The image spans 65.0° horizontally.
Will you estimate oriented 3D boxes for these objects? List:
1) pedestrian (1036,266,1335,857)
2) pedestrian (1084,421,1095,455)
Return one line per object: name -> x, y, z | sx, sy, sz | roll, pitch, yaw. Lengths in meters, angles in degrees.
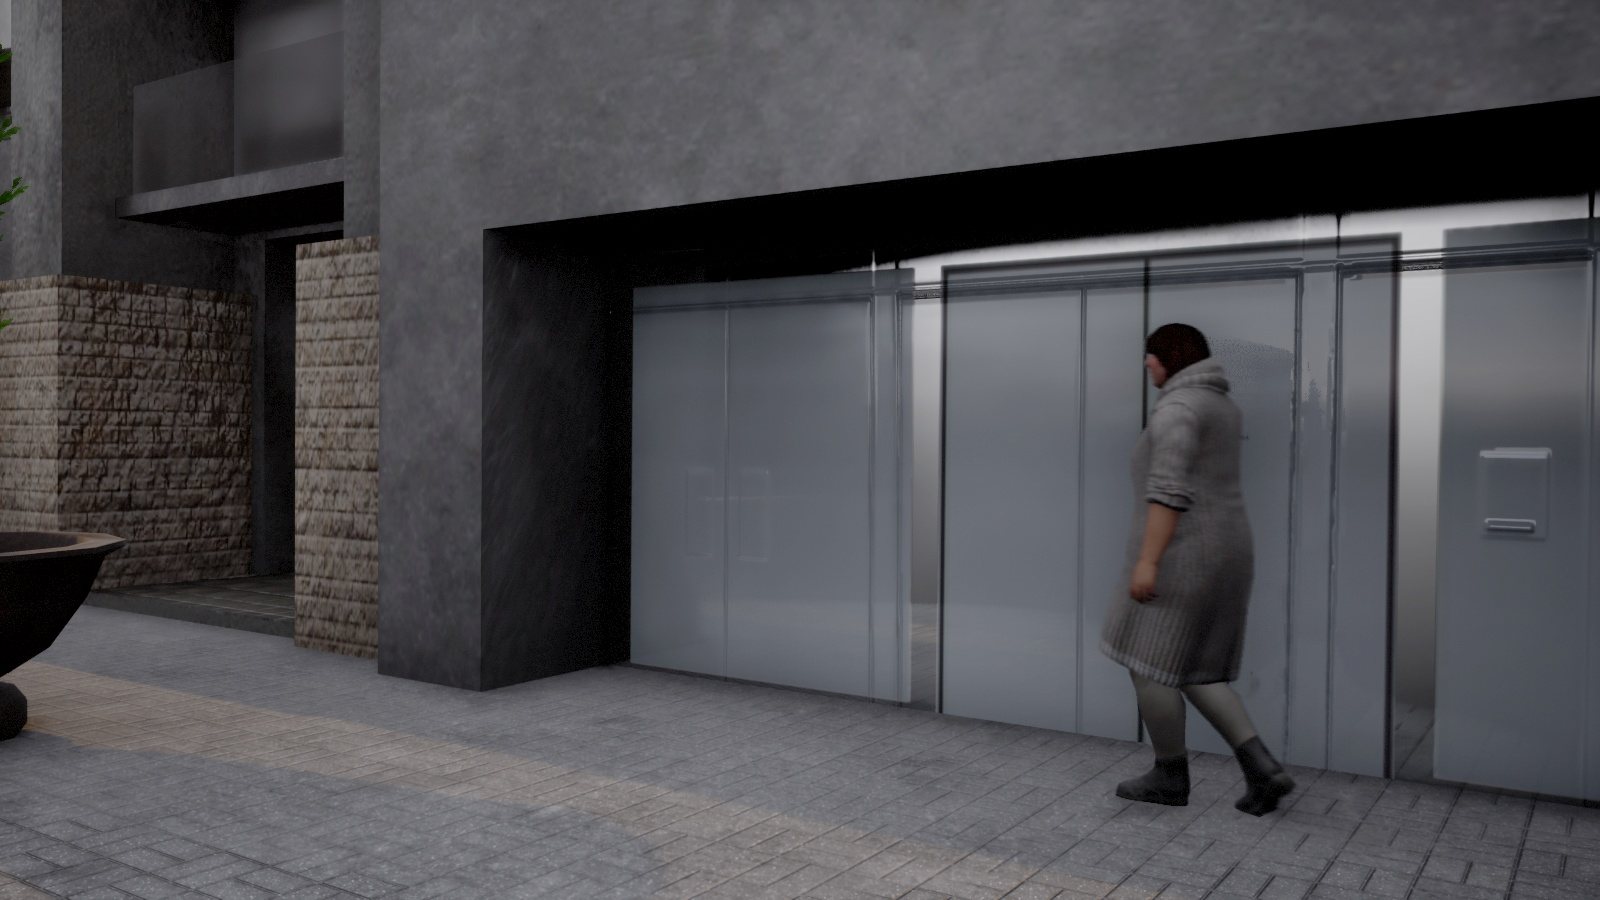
pedestrian -> 1.435, 0.364, 4.672 | 0.873, 1.952, 0.659 | 0, 1, 38
pedestrian -> 16.109, -0.662, 69.962 | 0.376, 1.854, 0.720 | 0, 1, 33
